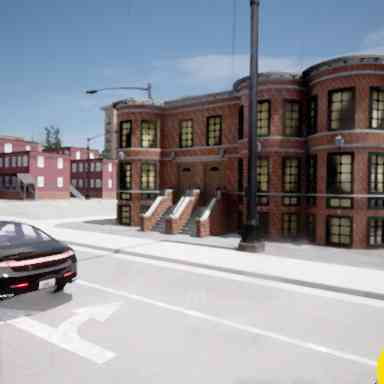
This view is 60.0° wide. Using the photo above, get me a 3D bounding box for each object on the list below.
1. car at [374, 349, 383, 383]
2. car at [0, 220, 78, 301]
[{"bbox_3d":[3.605,1.510,1.423,5.008,1.535,1.882,1,1,36],"label":"car"},{"bbox_3d":[-4.563,1.376,7.259,4.902,1.511,2.128,1,1,34],"label":"car"}]
